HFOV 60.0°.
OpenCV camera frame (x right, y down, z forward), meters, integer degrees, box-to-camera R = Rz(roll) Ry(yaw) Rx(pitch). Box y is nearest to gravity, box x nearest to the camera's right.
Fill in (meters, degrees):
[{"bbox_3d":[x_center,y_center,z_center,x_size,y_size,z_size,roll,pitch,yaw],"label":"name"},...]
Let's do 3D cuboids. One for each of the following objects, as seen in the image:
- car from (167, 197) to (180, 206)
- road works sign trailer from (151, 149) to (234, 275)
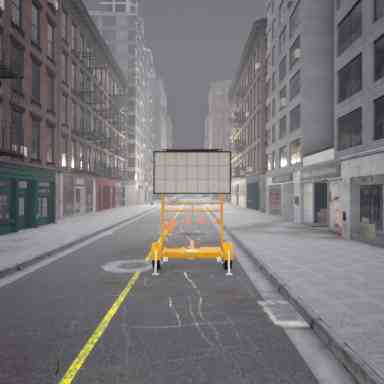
[{"bbox_3d":[-2.982,1.517,54.404,2.033,1.411,5.357,0,0,0],"label":"car"},{"bbox_3d":[0.010,0.462,10.405,2.380,3.560,2.880,0,0,0],"label":"road works sign trailer"}]
